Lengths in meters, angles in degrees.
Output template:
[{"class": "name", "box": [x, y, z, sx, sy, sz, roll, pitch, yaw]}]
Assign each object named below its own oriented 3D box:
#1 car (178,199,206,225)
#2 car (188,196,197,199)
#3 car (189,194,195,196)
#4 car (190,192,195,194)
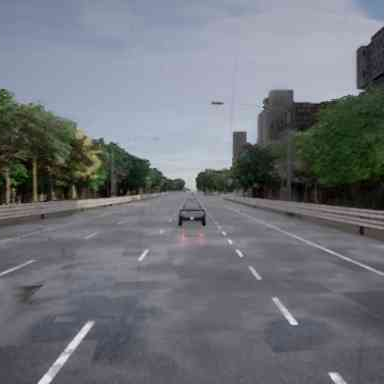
[{"class": "car", "box": [0.011, 1.528, 24.299, 2.128, 1.511, 4.902, 0, 0, 0]}, {"class": "car", "box": [0.020, 1.546, 39.436, 2.128, 1.511, 4.902, 0, 0, 0]}, {"class": "car", "box": [0.028, 1.524, 57.435, 1.837, 1.490, 4.892, 0, 0, 0]}, {"class": "car", "box": [0.041, 1.375, 83.458, 1.837, 1.490, 4.892, 0, 0, 0]}]
